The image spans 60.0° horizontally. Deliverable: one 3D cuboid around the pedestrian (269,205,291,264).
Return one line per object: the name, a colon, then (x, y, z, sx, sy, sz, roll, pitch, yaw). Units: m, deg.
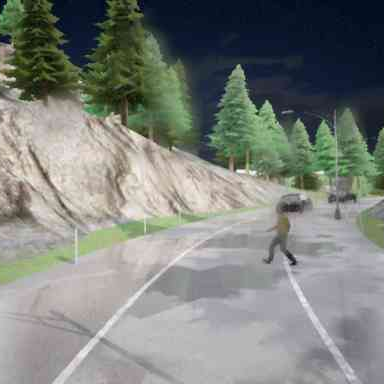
pedestrian: (2.594, 1.247, 9.824, 0.375, 1.860, 0.375, 3, -3, 12)

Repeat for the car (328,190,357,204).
car: (17.768, 0.537, 39.276, 4.674, 1.442, 1.812, -4, 0, -41)

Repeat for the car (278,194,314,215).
car: (8.958, 0.913, 28.605, 2.097, 1.767, 4.553, -2, 1, 32)
